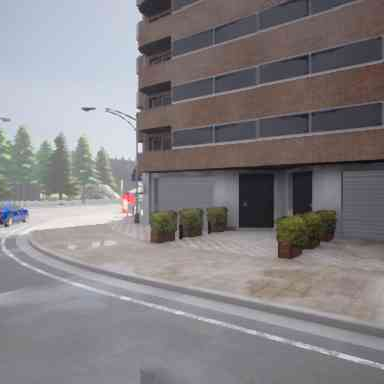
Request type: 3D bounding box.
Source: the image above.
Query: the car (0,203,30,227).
[{"bbox_3d":[-12.690,1.485,22.501,1.882,1.535,5.008,0,0,-7],"label":"car"}]

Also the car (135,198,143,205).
[{"bbox_3d":[-8.229,1.655,57.880,1.895,1.301,4.718,0,0,36],"label":"car"}]

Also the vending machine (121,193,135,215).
[{"bbox_3d":[-6.403,1.194,33.399,1.100,2.100,0.880,0,0,23],"label":"vending machine"}]
